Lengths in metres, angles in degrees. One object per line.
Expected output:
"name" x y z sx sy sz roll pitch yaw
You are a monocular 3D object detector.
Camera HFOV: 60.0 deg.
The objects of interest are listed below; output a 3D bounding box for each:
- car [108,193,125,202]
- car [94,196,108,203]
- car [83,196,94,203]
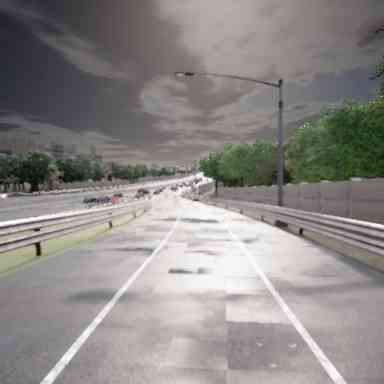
"car" -17.679 1.682 79.763 2.097 1.767 4.553 1 3 8
"car" -21.144 1.642 80.258 2.097 1.767 4.553 1 3 8
"car" -24.606 1.769 80.790 2.128 1.511 4.902 1 3 8
